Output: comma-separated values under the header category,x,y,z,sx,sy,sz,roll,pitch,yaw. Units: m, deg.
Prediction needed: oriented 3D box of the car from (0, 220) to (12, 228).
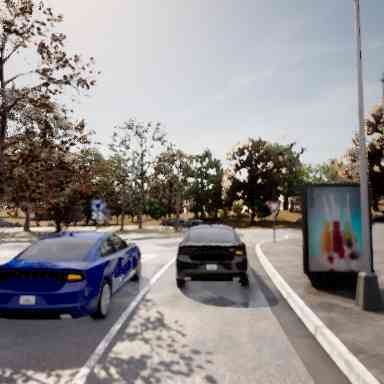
category,x,y,z,sx,sy,sz,roll,pitch,yaw
car,-27.933,4.585,47.242,1.994,1.385,4.181,-4,-6,38

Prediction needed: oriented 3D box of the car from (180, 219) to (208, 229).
category,x,y,z,sx,sy,sz,roll,pitch,yaw
car,0.299,5.006,52.475,4.181,1.385,1.994,-3,-6,42

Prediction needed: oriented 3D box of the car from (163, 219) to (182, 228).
category,x,y,z,sx,sy,sz,roll,pitch,yaw
car,-2.285,4.776,50.561,4.902,1.511,2.128,-3,-6,40

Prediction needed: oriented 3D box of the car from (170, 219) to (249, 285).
category,x,y,z,sx,sy,sz,roll,pitch,yaw
car,0.608,1.737,10.284,1.882,1.535,5.008,0,-3,3

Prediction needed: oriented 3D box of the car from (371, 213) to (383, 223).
category,x,y,z,sx,sy,sz,roll,pitch,yaw
car,23.601,3.469,43.485,4.718,1.301,1.895,-5,-4,-8

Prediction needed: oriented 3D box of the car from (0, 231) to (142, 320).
category,x,y,z,sx,sy,sz,roll,pitch,yaw
car,-2.469,1.639,7.725,1.882,1.535,5.008,0,-2,3
